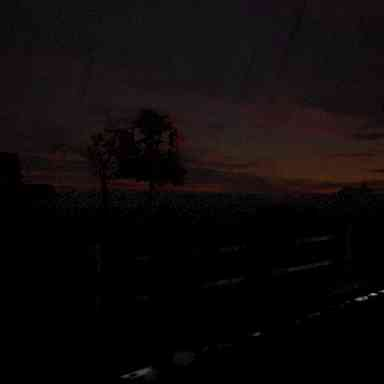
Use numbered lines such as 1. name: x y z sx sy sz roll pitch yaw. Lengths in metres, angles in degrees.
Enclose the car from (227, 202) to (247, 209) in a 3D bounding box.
1. car: 9.500 2.759 70.277 2.128 1.511 4.902 1 -2 -34
